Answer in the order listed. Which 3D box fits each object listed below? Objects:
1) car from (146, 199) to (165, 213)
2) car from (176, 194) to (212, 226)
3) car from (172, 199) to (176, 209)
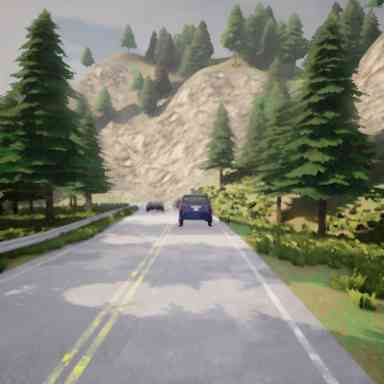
[{"bbox_3d":[-3.799,1.471,35.126,1.895,1.301,4.718,0,0,-4],"label":"car"},{"bbox_3d":[0.168,1.137,22.912,2.150,2.045,5.566,0,0,-2],"label":"car"},{"bbox_3d":[-1.334,1.354,42.281,1.812,1.442,4.674,0,0,-10],"label":"car"}]
